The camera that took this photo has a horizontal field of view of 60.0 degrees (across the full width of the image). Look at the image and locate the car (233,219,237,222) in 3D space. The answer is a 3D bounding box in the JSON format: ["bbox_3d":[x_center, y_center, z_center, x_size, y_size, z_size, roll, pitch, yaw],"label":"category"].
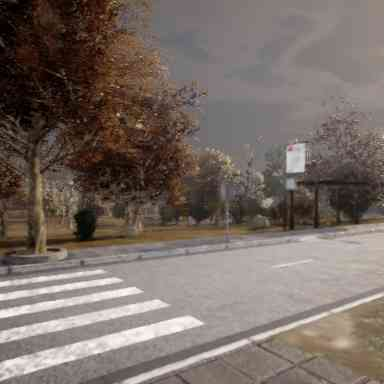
[{"bbox_3d":[12.454,7.653,91.674,1.994,1.385,4.181,0,-6,-3],"label":"car"}]
